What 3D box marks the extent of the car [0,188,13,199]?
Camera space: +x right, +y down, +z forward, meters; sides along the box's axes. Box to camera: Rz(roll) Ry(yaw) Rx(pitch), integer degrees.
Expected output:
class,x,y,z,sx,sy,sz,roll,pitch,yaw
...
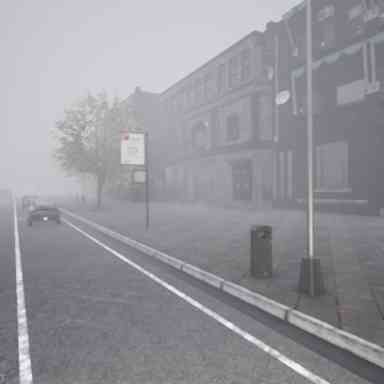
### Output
class,x,y,z,sx,sy,sz,roll,pitch,yaw
car,-34.993,0.253,62.349,2.150,2.045,5.566,-1,1,-28

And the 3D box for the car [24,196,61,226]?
class,x,y,z,sx,sy,sz,roll,pitch,yaw
car,-9.764,1.267,21.765,1.837,1.490,4.892,-1,1,-28

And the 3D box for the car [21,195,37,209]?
class,x,y,z,sx,sy,sz,roll,pitch,yaw
car,-17.707,1.042,36.598,2.033,1.411,5.357,-1,1,-28
